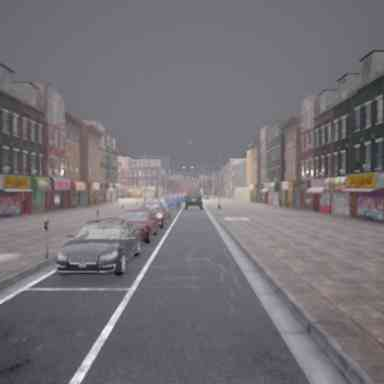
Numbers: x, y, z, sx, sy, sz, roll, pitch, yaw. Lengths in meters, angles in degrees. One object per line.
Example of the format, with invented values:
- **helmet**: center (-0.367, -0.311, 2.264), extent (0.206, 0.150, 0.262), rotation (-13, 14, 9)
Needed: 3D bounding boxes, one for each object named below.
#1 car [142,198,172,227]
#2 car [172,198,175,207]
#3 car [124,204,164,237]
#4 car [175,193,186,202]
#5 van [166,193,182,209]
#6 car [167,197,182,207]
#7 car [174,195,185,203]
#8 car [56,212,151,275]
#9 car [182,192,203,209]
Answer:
- **car**: center (-2.578, 1.367, 21.003), extent (1.967, 1.590, 4.097), rotation (0, 0, 0)
- **car**: center (-2.560, 1.436, 26.267), extent (1.752, 1.417, 4.829), rotation (0, 0, 0)
- **car**: center (-2.595, 1.489, 15.569), extent (1.887, 1.381, 4.507), rotation (0, 0, 0)
- **car**: center (-2.417, 1.109, 69.907), extent (2.192, 1.841, 5.009), rotation (0, 0, 0)
- **van**: center (-2.507, 1.203, 42.738), extent (1.690, 1.788, 3.998), rotation (0, 0, 0)
- **car**: center (-2.487, 1.413, 48.172), extent (1.947, 1.339, 4.313), rotation (0, 0, 0)
- **car**: center (-2.434, 1.351, 64.474), extent (1.887, 1.381, 4.507), rotation (0, 0, 0)
- **car**: center (-2.613, 1.514, 10.135), extent (2.008, 1.369, 4.403), rotation (0, 0, 0)
- **car**: center (0.232, 1.089, 41.930), extent (2.150, 2.045, 5.566), rotation (0, 0, 0)
